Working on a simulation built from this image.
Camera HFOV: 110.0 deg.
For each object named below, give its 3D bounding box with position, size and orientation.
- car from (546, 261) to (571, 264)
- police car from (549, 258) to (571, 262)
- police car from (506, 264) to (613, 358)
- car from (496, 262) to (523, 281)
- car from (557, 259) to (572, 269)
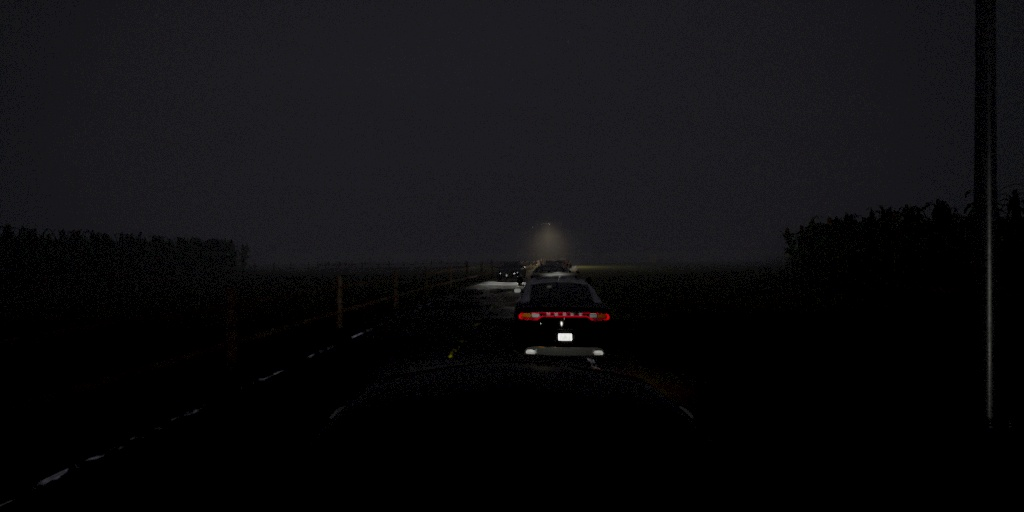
[{"bbox_3d":[1.959,1.208,18.357,1.882,1.535,5.008,0,0,7],"label":"car"},{"bbox_3d":[2.845,1.145,24.311,1.930,1.638,5.238,0,0,10],"label":"police car"},{"bbox_3d":[1.053,1.169,8.661,1.930,1.638,5.238,0,0,3],"label":"police car"},{"bbox_3d":[0.050,1.219,29.172,1.837,1.490,4.892,0,0,11],"label":"car"},{"bbox_3d":[8.248,1.227,55.929,1.994,1.385,4.181,0,0,11],"label":"car"}]
